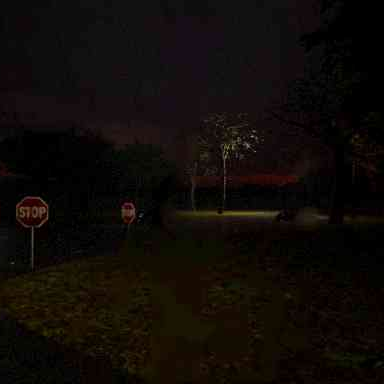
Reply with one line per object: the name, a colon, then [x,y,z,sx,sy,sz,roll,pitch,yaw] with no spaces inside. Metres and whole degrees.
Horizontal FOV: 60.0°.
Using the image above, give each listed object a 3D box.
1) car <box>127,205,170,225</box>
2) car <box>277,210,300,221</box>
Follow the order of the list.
car: [-4.221,2.175,32.157,2.097,1.767,4.553,1,-1,36]
car: [12.781,3.080,43.871,1.994,1.385,4.181,1,-1,36]
